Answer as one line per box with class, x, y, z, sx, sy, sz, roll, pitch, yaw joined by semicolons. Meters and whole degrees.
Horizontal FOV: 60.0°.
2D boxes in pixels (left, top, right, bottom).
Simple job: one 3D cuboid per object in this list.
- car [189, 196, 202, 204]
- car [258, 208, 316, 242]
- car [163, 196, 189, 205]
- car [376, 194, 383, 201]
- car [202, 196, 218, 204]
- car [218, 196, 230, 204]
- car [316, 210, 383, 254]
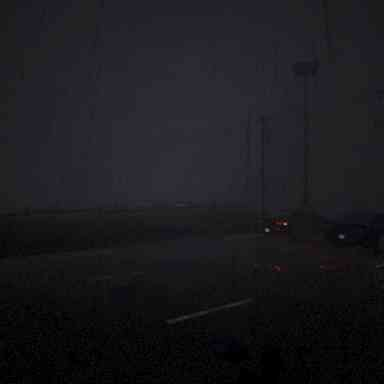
car;-1.039;1.495;59.666;2.033;1.411;5.357;0;0;-36
car;5.235;1.505;16.235;4.674;1.442;1.812;0;0;-36
car;-3.172;1.456;56.618;1.837;1.490;4.892;0;1;-36
car;46.534;1.229;78.549;2.097;1.767;4.553;0;0;-7
car;1.972;1.420;61.496;1.882;1.535;5.008;0;0;-36
car;5.200;1.463;63.037;1.812;1.442;4.674;0;0;-36
car;7.433;1.457;13.507;5.008;1.535;1.882;0;0;-36
